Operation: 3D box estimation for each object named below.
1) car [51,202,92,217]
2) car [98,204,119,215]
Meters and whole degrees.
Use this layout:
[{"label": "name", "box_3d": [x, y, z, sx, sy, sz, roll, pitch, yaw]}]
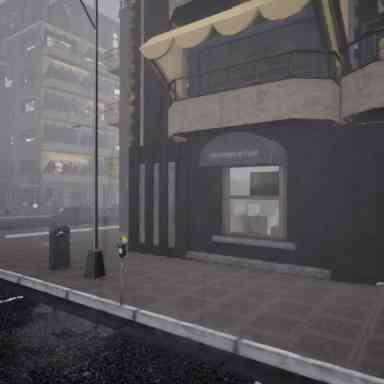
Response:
[{"label": "car", "box_3d": [-12.738, 1.821, 35.264, 1.967, 1.590, 4.097, -1, -1, 35]}, {"label": "car", "box_3d": [-9.457, 2.063, 39.890, 1.802, 1.307, 4.206, -1, -1, 35]}]
